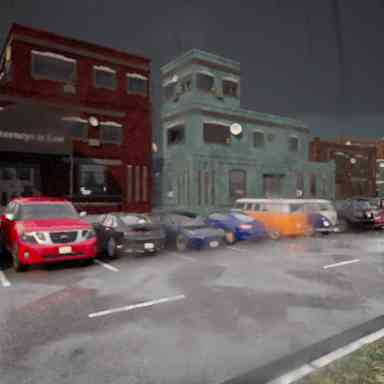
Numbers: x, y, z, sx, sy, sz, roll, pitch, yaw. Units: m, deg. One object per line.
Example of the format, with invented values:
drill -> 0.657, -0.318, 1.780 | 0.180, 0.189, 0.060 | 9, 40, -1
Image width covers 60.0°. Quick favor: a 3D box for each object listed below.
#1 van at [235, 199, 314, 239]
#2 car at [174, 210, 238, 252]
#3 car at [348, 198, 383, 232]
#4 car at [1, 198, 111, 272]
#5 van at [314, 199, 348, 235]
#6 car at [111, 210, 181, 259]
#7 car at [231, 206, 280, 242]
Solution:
van -> 3.906, 1.380, 17.911 | 1.878, 1.987, 4.442 | 1, 0, -35
car -> -0.539, 1.573, 14.565 | 2.163, 1.488, 4.792 | 1, 0, -35
car -> 8.484, 1.421, 21.063 | 2.435, 2.045, 5.566 | 1, -1, -35
car -> -5.065, 1.234, 11.342 | 2.435, 2.045, 5.566 | 1, 0, -35
van -> 6.303, 1.412, 19.332 | 1.878, 1.987, 4.442 | 1, 0, -35
car -> -2.815, 1.515, 12.972 | 2.231, 1.521, 4.892 | 1, 0, -35
car -> 1.607, 1.612, 16.127 | 2.002, 1.452, 4.674 | 1, 0, -35
